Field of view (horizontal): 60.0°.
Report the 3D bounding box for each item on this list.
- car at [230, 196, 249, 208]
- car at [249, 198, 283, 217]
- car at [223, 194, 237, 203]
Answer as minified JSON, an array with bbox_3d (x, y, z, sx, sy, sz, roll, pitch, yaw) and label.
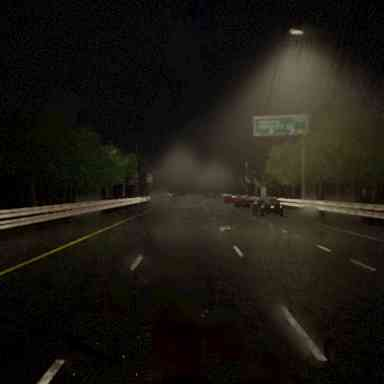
[{"bbox_3d":[7.081,1.534,48.031,1.994,1.385,4.181,0,0,0],"label":"car"},{"bbox_3d":[7.040,1.335,31.303,2.097,1.767,4.553,0,0,0],"label":"car"},{"bbox_3d":[7.123,1.479,65.513,1.812,1.442,4.674,0,0,0],"label":"car"}]
